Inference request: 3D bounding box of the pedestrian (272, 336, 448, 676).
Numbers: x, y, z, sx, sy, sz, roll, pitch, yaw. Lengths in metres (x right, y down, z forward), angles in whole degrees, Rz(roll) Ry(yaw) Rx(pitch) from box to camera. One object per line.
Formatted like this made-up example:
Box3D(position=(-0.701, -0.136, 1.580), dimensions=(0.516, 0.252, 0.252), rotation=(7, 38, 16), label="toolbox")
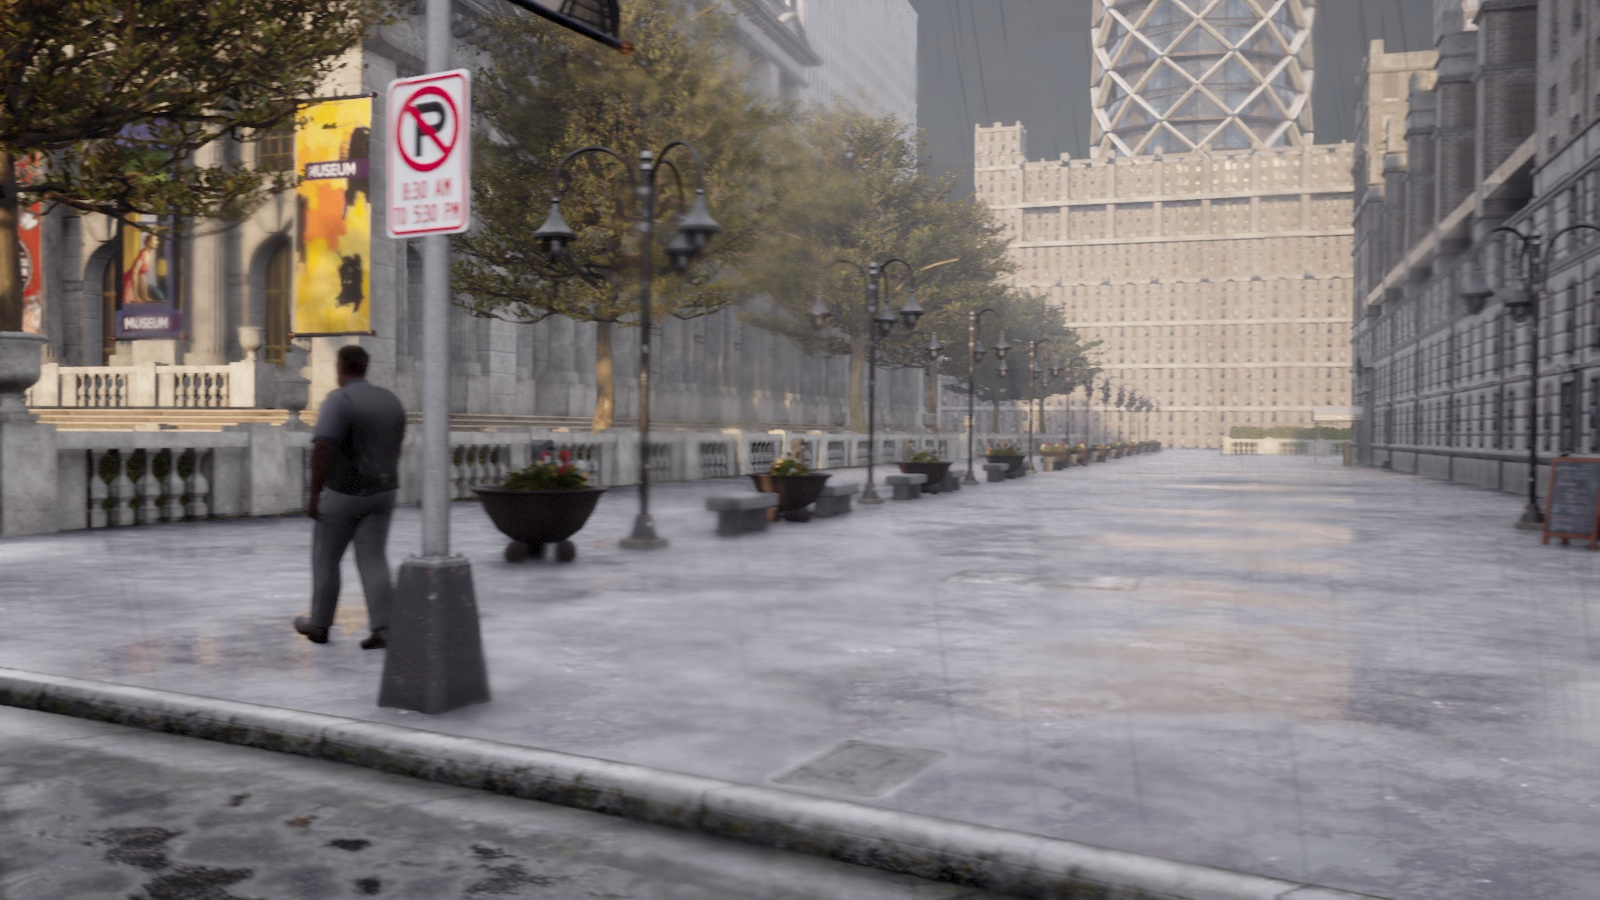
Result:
Box3D(position=(-2.604, 0.306, 7.430), dimensions=(0.849, 1.883, 0.563), rotation=(0, 1, 35), label="pedestrian")
